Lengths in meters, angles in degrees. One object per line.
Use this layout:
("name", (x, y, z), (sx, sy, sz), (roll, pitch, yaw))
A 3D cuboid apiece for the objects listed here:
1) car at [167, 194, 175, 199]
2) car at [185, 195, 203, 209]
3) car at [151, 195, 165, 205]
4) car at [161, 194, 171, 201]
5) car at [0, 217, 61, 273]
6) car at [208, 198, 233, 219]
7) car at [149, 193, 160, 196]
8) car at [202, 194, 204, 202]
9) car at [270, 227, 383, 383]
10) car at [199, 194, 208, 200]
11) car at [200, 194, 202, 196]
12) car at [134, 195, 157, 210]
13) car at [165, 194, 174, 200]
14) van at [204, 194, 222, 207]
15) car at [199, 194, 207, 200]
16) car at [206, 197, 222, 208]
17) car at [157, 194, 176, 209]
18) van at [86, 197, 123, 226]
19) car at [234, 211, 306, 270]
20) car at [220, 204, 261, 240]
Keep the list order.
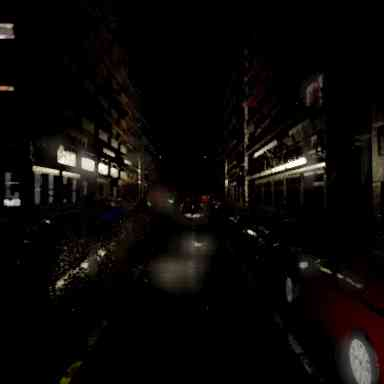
("car", (-5.639, 1.189, 90.352), (2.008, 1.369, 4.403), (1, 0, 0))
("car", (0.102, 1.433, 41.422), (1.895, 1.301, 4.718), (0, 0, 0))
("car", (-5.674, 1.318, 56.175), (1.887, 1.381, 4.507), (1, 0, 0))
("car", (-5.646, 1.232, 73.093), (1.752, 1.417, 4.829), (1, 0, 0))
("car", (-5.677, 1.522, 10.603), (1.947, 1.339, 4.313), (1, 0, 0))
("car", (2.705, 1.438, 27.754), (2.008, 1.369, 4.403), (1, 0, 0))
("car", (-5.670, 1.111, 50.478), (2.192, 1.841, 5.009), (1, 0, 0))
("car", (2.708, 1.259, 44.843), (1.967, 1.590, 4.097), (1, 0, 0))
("car", (2.703, 1.524, 4.969), (1.887, 1.381, 4.507), (1, 0, 0))
("car", (2.708, 1.228, 79.021), (1.887, 1.381, 4.507), (1, 0, 0))
("car", (2.706, 1.333, 61.932), (1.802, 1.307, 4.206), (1, 0, 0))
("car", (-5.675, 1.393, 39.085), (2.008, 1.369, 4.403), (1, 0, 0))
("car", (-5.639, 1.206, 84.657), (1.887, 1.381, 4.507), (1, 0, 0))
("van", (2.709, 1.183, 39.147), (1.690, 1.788, 3.998), (1, 0, 0))
("car", (2.708, 1.206, 84.717), (1.887, 1.381, 4.507), (1, 0, 0))
("car", (2.705, 1.446, 33.451), (1.802, 1.307, 4.206), (1, 0, 0))
("car", (-3.094, 1.374, 42.916), (2.033, 1.411, 5.357), (0, 0, 0))
("van", (-5.672, 1.251, 21.995), (1.690, 1.788, 3.998), (1, 0, 0))
("car", (2.703, 1.522, 10.665), (1.947, 1.339, 4.313), (1, 0, 0))
("car", (2.703, 1.499, 16.362), (1.947, 1.339, 4.313), (1, 0, 0))
